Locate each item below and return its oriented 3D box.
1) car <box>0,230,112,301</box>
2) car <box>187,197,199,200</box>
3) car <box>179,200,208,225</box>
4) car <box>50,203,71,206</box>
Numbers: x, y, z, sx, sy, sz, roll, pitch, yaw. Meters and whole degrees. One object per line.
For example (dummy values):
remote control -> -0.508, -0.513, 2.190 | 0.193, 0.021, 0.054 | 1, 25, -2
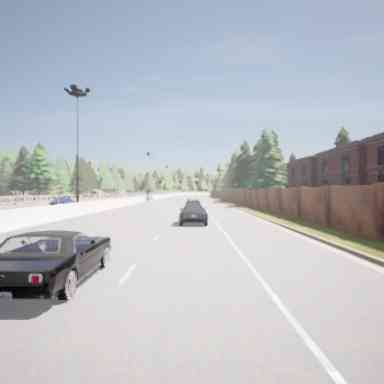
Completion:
car -> -3.397, 1.587, 8.232 | 1.895, 1.301, 4.718 | 0, 0, 0
car -> 0.117, 1.422, 41.632 | 2.128, 1.511, 4.902 | 0, 0, 0
car -> 0.110, 1.524, 23.709 | 1.994, 1.385, 4.181 | 0, 0, 0
car -> -17.509, 1.404, 45.055 | 1.882, 1.535, 5.008 | 0, 0, 1
